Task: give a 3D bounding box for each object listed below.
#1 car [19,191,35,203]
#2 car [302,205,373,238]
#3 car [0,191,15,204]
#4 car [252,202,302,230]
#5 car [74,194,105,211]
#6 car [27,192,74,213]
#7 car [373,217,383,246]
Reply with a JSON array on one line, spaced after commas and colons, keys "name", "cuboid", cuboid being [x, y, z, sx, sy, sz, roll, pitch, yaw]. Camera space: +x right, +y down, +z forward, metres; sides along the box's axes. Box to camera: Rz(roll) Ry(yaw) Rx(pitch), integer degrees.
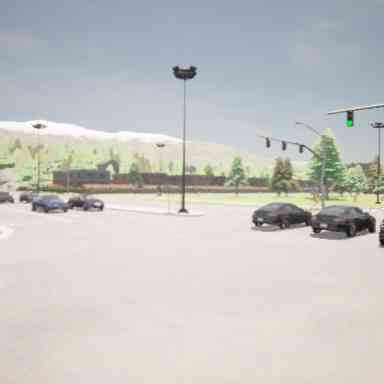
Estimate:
[{"name": "car", "cuboid": [-20.757, 0.669, 42.892, 2.128, 1.511, 4.902, 0, 1, -43]}, {"name": "car", "cuboid": [7.721, 1.379, 16.851, 4.674, 1.442, 1.812, 0, 1, -44]}, {"name": "car", "cuboid": [-22.859, 0.699, 40.011, 1.837, 1.490, 4.892, 0, 1, -43]}, {"name": "car", "cuboid": [5.326, 1.317, 19.420, 4.674, 1.442, 1.812, 0, 1, -44]}, {"name": "car", "cuboid": [-9.999, 0.946, 31.382, 2.128, 1.511, 4.902, 0, 1, -43]}, {"name": "car", "cuboid": [-12.371, 0.988, 28.822, 1.812, 1.442, 4.674, 0, 1, -44]}, {"name": "car", "cuboid": [9.485, 1.268, 13.693, 4.553, 1.767, 2.097, 0, 1, -44]}]
